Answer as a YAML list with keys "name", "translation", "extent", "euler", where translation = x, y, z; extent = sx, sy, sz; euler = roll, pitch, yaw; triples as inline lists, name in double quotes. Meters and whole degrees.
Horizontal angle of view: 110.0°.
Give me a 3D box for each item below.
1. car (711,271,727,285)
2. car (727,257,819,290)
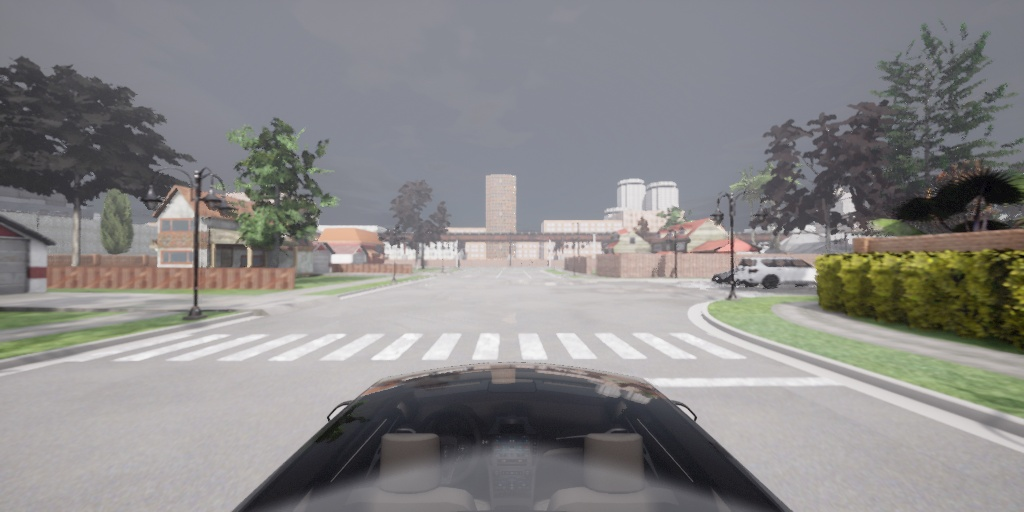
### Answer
- name: "car"
  translation: [17.155, 1.476, 26.544]
  extent: [4.181, 1.385, 1.994]
  euler: [0, -1, 0]
- name: "car"
  translation: [17.416, 1.085, 22.953]
  extent: [5.566, 2.045, 2.150]
  euler: [0, -1, 1]
